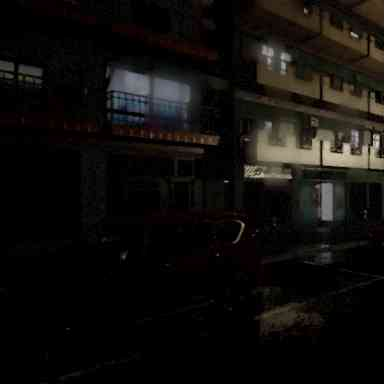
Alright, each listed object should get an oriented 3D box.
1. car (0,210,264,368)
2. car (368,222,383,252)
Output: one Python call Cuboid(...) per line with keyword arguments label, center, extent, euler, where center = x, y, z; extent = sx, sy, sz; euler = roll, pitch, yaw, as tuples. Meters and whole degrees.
Cuboid(label="car", center=(-0.890, 1.307, 5.924), extent=(5.009, 1.841, 2.192), euler=(0, 0, -35))
Cuboid(label="car", center=(8.344, 1.503, 12.480), extent=(4.507, 1.381, 1.887), euler=(0, 0, -35))
